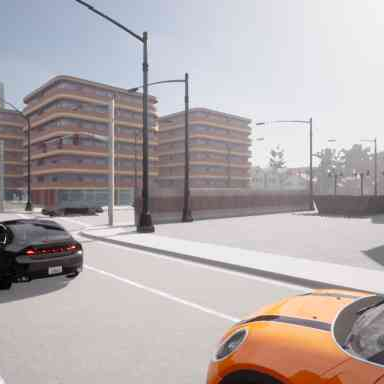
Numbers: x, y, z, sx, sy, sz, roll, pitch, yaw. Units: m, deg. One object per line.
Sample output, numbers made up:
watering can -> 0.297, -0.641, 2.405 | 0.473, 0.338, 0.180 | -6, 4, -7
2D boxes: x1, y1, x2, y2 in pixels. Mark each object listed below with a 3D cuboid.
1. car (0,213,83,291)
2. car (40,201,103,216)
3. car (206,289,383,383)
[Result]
car -> -4.717, 1.505, 9.221 | 1.837, 1.490, 4.892 | 0, 0, -43
car -> -10.943, 1.547, 30.631 | 5.357, 1.411, 2.033 | 0, 0, -42
car -> 2.278, 1.352, 2.333 | 4.553, 1.767, 2.097 | 0, 0, 40
